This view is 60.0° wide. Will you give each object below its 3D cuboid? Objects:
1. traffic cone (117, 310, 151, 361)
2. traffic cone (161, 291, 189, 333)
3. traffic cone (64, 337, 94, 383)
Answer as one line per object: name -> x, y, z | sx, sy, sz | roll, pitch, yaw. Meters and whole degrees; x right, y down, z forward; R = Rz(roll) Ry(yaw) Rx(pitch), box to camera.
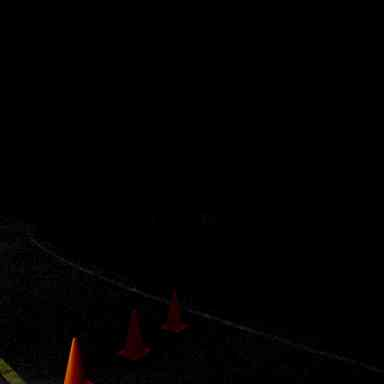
traffic cone -> -0.802, 1.938, 4.617 | 0.340, 0.580, 0.340 | 1, 1, 31
traffic cone -> -0.283, 1.931, 5.468 | 0.340, 0.580, 0.340 | 1, 1, 31
traffic cone -> -1.321, 1.945, 3.766 | 0.340, 0.580, 0.340 | 1, 1, 31
